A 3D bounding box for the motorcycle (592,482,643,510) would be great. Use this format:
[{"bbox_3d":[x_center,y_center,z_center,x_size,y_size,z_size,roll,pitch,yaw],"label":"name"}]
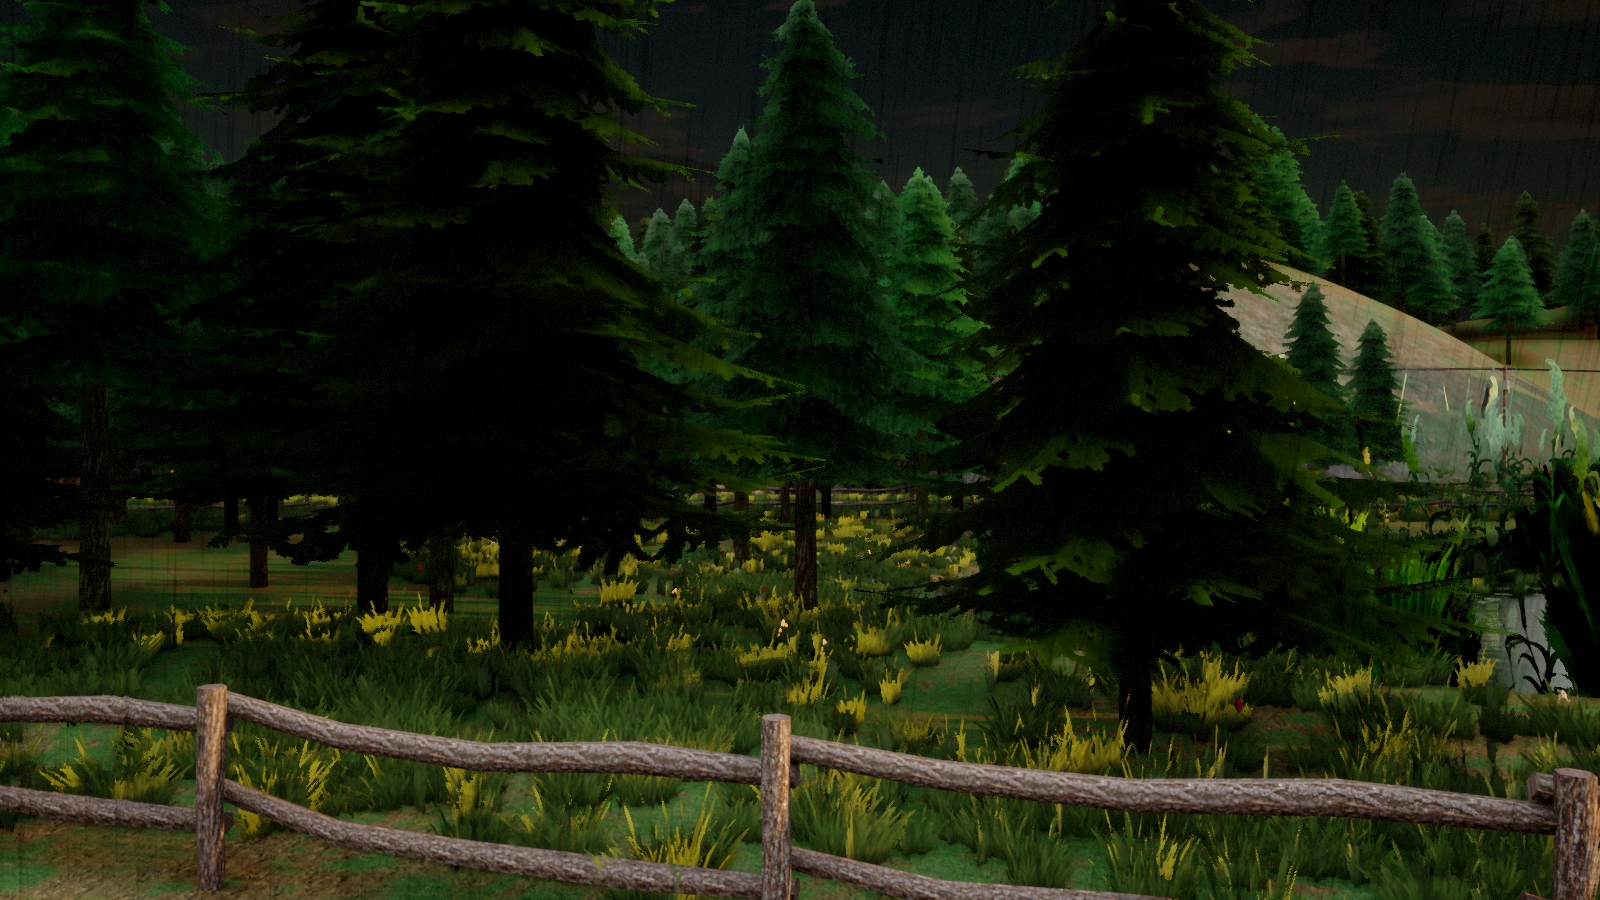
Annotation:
[{"bbox_3d":[-8.629,2.178,54.113,2.209,1.251,0.867,0,0,14],"label":"motorcycle"}]
